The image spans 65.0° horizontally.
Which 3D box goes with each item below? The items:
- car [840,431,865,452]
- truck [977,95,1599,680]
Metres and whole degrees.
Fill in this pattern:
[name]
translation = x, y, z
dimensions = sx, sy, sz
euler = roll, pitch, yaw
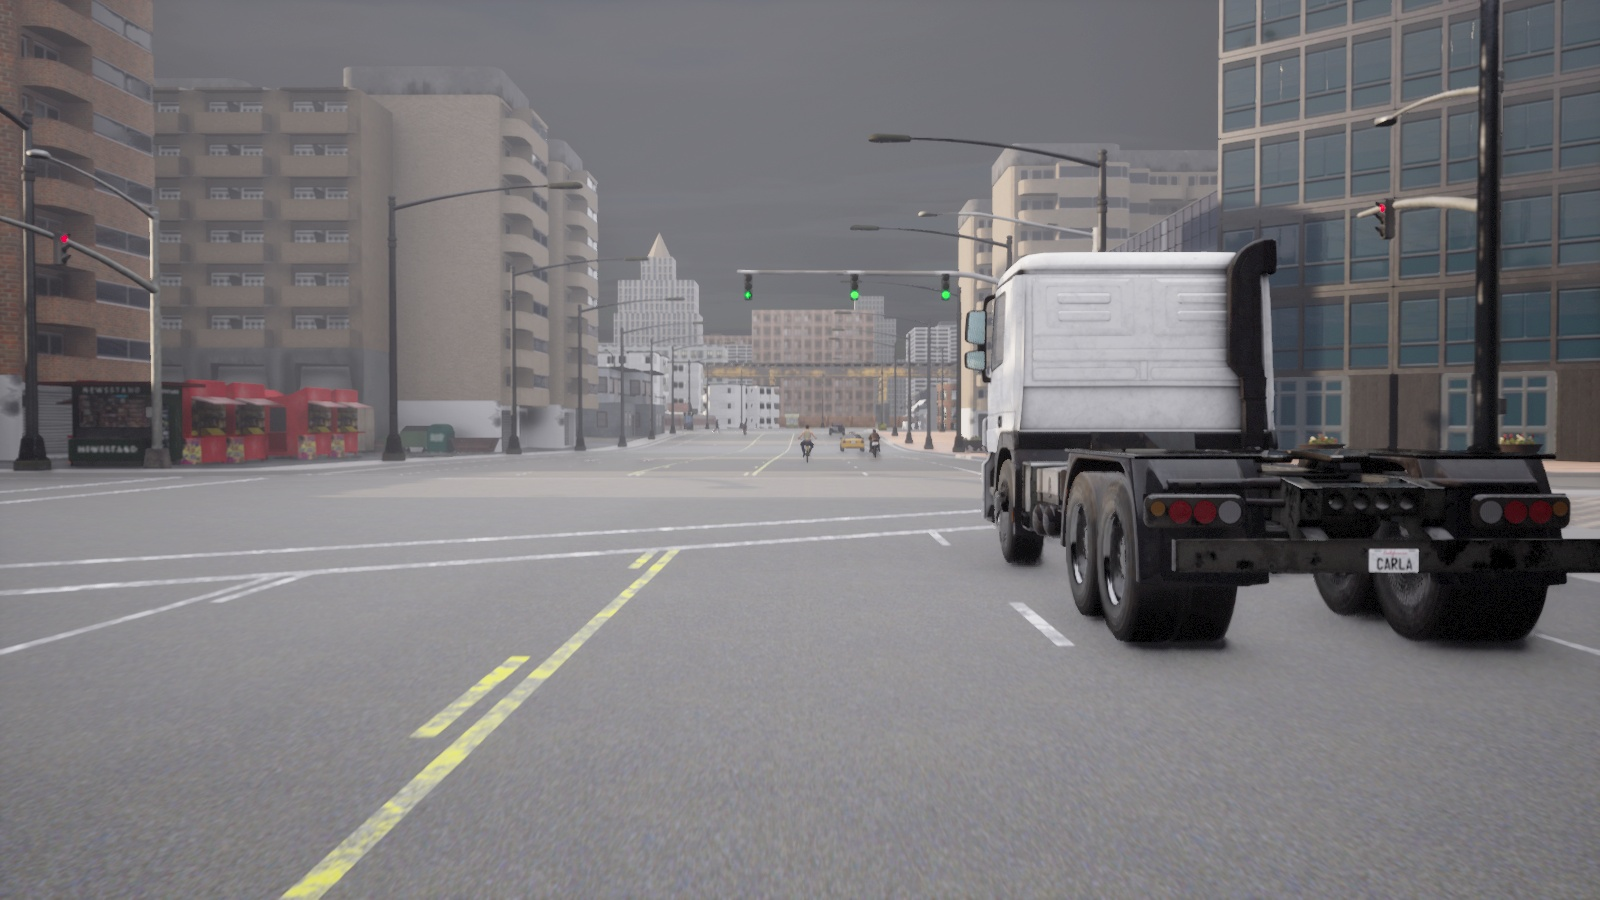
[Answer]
[car]
translation = 4.074, -0.651, 97.802
dimensions = 1.801, 1.575, 5.366
euler = 0, 1, 0
[truck]
translation = 3.579, -0.431, 11.407
dimensions = 2.891, 3.462, 7.936
euler = 0, 1, 1
